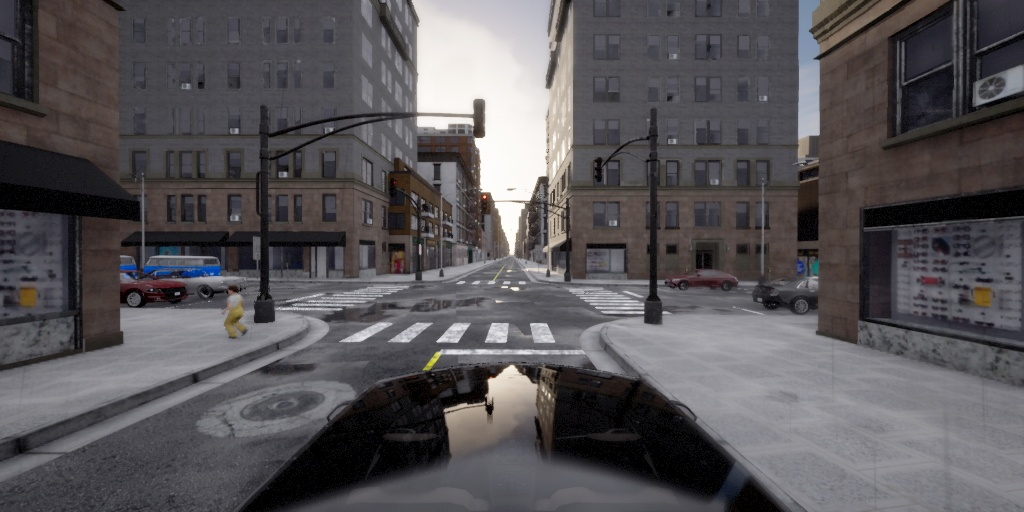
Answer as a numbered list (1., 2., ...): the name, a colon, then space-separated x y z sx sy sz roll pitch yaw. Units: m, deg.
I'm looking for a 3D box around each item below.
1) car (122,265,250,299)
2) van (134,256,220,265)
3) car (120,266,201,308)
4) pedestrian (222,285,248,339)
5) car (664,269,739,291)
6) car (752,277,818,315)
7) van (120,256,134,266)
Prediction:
1. car: -15.055 1.229 16.580 4.718 1.301 1.895 1 0 -2
2. van: -20.600 0.883 22.401 3.998 1.789 1.690 0 0 0
3. car: -15.144 1.188 13.828 4.507 1.381 1.888 0 0 0
4. pedestrian: -6.105 1.173 7.971 0.375 1.300 0.375 0 0 0
5. car: 11.655 1.440 22.160 4.207 1.307 1.802 0 0 0
6. car: 11.619 1.456 13.635 4.403 1.370 2.007 0 0 0
7. van: -26.091 0.830 22.441 3.998 1.789 1.690 0 0 0
